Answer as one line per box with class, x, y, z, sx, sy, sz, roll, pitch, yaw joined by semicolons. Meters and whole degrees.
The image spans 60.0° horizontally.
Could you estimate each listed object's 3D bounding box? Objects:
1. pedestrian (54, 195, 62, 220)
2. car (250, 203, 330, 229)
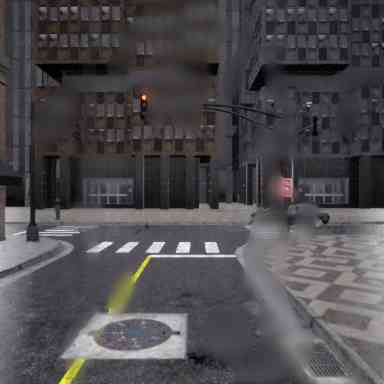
pedestrian;-9.842;1.152;24.394;0.375;1.860;0.375;0;0;1
car;6.092;1.493;20.857;4.892;1.490;1.837;0;0;-4
